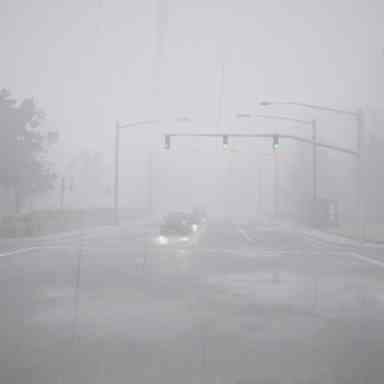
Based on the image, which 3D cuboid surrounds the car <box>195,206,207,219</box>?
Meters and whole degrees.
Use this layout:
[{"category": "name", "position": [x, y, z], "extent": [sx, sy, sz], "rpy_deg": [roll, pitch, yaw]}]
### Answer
[{"category": "car", "position": [1.348, 3.411, 55.825], "extent": [2.150, 2.045, 5.566], "rpy_deg": [0, -2, 5]}]

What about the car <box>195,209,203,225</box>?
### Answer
[{"category": "car", "position": [-0.126, 3.093, 39.197], "extent": [1.994, 1.385, 4.181], "rpy_deg": [0, -2, 5]}]

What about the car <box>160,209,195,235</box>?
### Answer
[{"category": "car", "position": [-1.195, 2.377, 26.472], "extent": [2.097, 1.767, 4.553], "rpy_deg": [0, -2, 5]}]
